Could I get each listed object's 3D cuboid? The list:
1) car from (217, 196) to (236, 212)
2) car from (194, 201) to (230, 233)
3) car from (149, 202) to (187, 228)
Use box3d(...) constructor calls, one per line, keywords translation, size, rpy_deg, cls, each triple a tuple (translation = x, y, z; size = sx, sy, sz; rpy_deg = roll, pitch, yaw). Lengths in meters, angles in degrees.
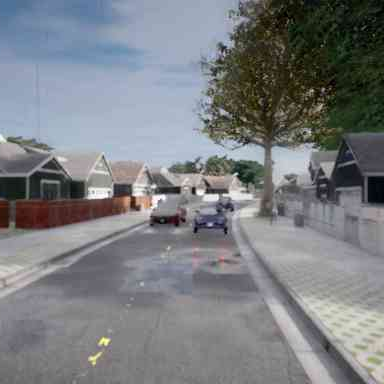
box3d(translation=(3.953, 1.284, 38.717), size=(2.097, 1.767, 4.553), rpy_deg=(0, 0, 10), cls="car")
box3d(translation=(1.141, 1.490, 19.372), size=(1.812, 1.442, 4.674), rpy_deg=(0, 0, 5), cls="car")
box3d(translation=(-1.506, 1.435, 22.373), size=(1.882, 1.535, 5.008), rpy_deg=(0, 0, 6), cls="car")
